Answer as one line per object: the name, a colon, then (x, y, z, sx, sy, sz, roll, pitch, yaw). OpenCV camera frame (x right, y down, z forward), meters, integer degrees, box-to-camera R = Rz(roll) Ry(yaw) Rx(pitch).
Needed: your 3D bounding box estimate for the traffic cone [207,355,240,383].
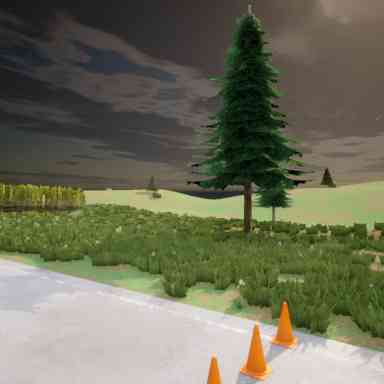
traffic cone: (0.226, 1.955, 3.372, 0.340, 0.580, 0.340, 0, 0, 36)

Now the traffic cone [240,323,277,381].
traffic cone: (0.810, 1.955, 4.184, 0.340, 0.580, 0.340, 0, 0, 36)

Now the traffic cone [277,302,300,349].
traffic cone: (1.395, 1.955, 4.995, 0.340, 0.580, 0.340, 0, 0, 36)
